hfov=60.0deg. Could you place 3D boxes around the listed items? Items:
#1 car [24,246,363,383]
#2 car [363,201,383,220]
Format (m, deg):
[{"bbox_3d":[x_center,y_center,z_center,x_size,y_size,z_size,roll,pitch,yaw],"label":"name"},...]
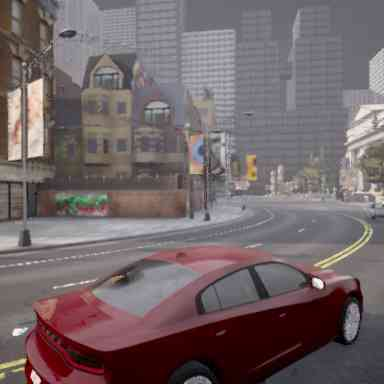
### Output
[{"bbox_3d":[0.510,1.494,4.558,5.008,1.535,1.882,0,0,-39],"label":"car"},{"bbox_3d":[15.627,1.606,27.708,1.895,1.301,4.718,0,0,18],"label":"car"}]
